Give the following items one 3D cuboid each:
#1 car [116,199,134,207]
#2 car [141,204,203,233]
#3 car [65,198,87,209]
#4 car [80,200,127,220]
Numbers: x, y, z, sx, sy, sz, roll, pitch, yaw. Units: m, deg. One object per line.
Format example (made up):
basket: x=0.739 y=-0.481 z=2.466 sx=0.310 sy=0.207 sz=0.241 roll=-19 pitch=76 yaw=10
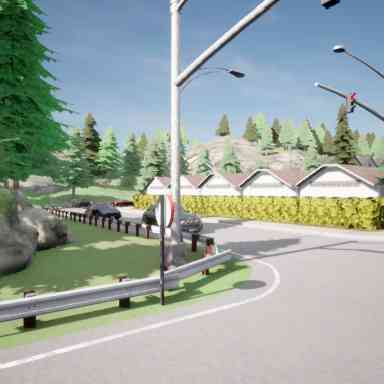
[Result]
car: x=-11.010 y=1.777 z=53.305 sx=1.895 sy=1.301 sz=4.718 roll=0 pitch=0 yaw=33
car: x=-1.304 y=1.544 z=20.485 sx=2.097 sy=1.767 sz=4.553 roll=0 pitch=0 yaw=-35
car: x=-16.676 y=1.685 z=48.691 sx=1.837 sy=1.490 sz=4.892 roll=0 pitch=-1 yaw=11
car: x=-8.146 y=1.739 z=30.225 sx=2.033 sy=1.411 sz=5.357 roll=0 pitch=0 yaw=-34
